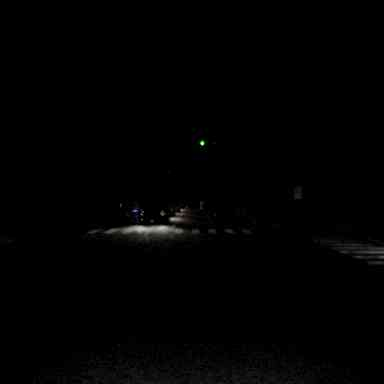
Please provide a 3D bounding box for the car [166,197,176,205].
[{"bbox_3d":[-5.432,2.315,85.633,2.192,1.841,5.009,0,-1,0],"label":"car"}]

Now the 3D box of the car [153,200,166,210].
[{"bbox_3d":[-5.569,2.200,57.121,1.752,1.417,4.829,0,-1,0],"label":"car"}]

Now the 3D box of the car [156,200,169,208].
[{"bbox_3d":[-5.541,2.308,62.958,1.947,1.339,4.313,0,-1,0],"label":"car"}]

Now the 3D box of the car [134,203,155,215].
[{"bbox_3d":[-5.649,2.043,40.287,1.947,1.339,4.313,0,-1,0],"label":"car"}]

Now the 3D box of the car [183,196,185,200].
[{"bbox_3d":[-2.758,2.036,57.945,2.097,1.767,4.553,0,-1,1],"label":"car"}]

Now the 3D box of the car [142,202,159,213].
[{"bbox_3d":[-5.622,2.126,45.955,1.802,1.307,4.206,0,-1,0],"label":"car"}]

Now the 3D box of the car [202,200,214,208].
[{"bbox_3d":[2.985,2.293,62.925,2.008,1.369,4.403,0,-1,0],"label":"car"}]

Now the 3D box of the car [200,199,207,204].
[{"bbox_3d":[3.121,2.631,91.270,1.947,1.339,4.313,0,-1,0],"label":"car"}]

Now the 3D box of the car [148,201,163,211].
[{"bbox_3d":[-5.595,2.176,51.623,1.947,1.339,4.313,0,-1,0],"label":"car"}]

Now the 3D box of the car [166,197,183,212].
[{"bbox_3d":[-2.849,1.787,47.721,2.150,2.045,5.566,0,-1,1],"label":"car"}]

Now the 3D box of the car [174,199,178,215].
[{"bbox_3d":[-2.902,1.924,37.592,1.882,1.535,5.008,0,-1,0],"label":"car"}]

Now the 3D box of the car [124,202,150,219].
[{"bbox_3d":[-5.677,1.851,34.620,1.967,1.590,4.097,0,-1,0],"label":"car"}]

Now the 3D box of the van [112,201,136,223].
[{"bbox_3d":[-5.704,1.684,28.954,1.690,1.788,3.998,0,-1,0],"label":"van"}]

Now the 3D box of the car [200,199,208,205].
[{"bbox_3d":[3.094,2.566,85.601,1.947,1.339,4.313,0,-1,0],"label":"car"}]

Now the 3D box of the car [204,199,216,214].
[{"bbox_3d":[2.876,1.918,40.251,1.967,1.590,4.097,0,-1,0],"label":"car"}]

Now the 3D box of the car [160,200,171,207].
[{"bbox_3d":[-5.513,2.351,68.626,1.887,1.381,4.507,0,-1,0],"label":"car"}]

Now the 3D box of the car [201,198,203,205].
[{"bbox_3d":[2.958,2.204,57.426,1.752,1.417,4.829,0,-1,0],"label":"car"}]

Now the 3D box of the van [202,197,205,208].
[{"bbox_3d":[2.930,1.952,51.590,1.690,1.788,3.998,0,-1,0],"label":"van"}]

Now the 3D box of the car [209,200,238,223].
[{"bbox_3d":[2.822,1.784,28.914,1.967,1.590,4.097,0,-1,0],"label":"car"}]

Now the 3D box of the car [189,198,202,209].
[{"bbox_3d":[0.385,2.219,58.653,1.812,1.442,4.674,0,-1,0],"label":"car"}]

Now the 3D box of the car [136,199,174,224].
[{"bbox_3d":[-2.992,1.680,27.656,2.097,1.767,4.553,0,-1,2],"label":"car"}]
